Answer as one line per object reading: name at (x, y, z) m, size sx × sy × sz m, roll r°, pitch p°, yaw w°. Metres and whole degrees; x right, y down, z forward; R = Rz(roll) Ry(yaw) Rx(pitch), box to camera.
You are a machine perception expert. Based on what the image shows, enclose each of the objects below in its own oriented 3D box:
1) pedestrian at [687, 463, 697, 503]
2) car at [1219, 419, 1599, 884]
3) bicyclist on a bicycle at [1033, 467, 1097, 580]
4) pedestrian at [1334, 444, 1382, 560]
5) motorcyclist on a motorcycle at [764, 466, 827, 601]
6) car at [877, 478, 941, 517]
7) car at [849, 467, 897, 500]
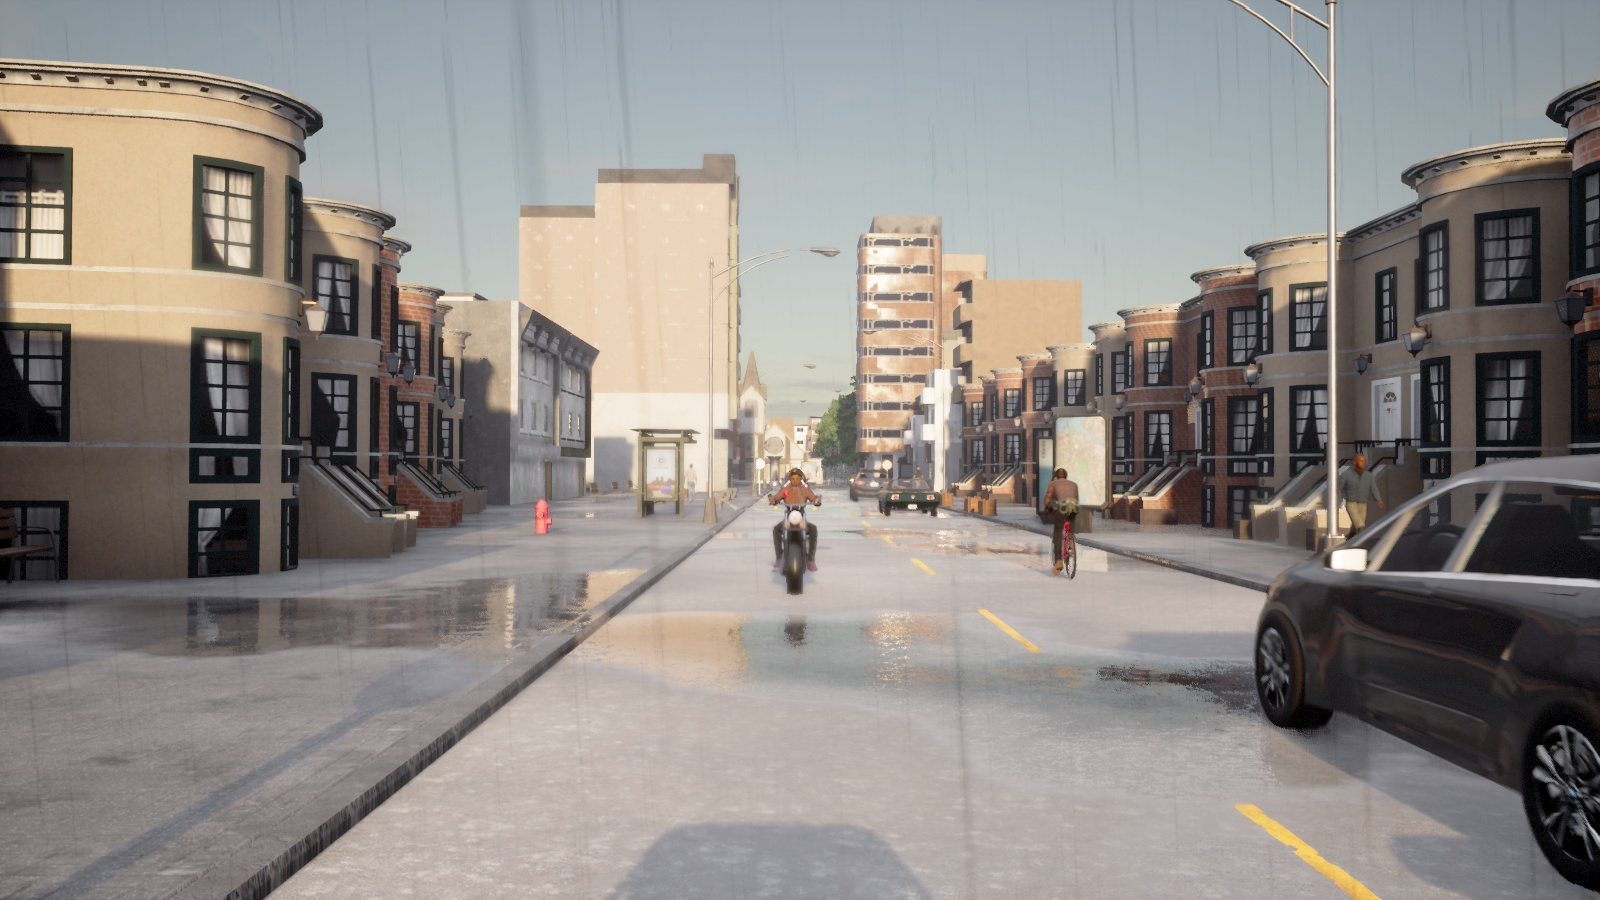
pedestrian at (-5.006, 1.517, 58.043) m, size 0.354 × 1.836 × 0.706 m, roll 0°, pitch -1°, yaw 3°
car at (3.978, 0.747, 6.221) m, size 2.242 × 1.667 × 4.611 m, roll 0°, pitch -1°, yaw 0°
bicyclist on a bicycle at (3.938, 1.066, 18.768) m, size 0.582 × 1.620 × 1.656 m, roll 0°, pitch -1°, yaw 0°
pedestrian at (9.029, 0.829, 20.339) m, size 0.370 × 1.835 × 0.726 m, roll 0°, pitch -1°, yaw -7°
motorcyclist on a motorcycle at (-0.055, 1.043, 16.573) m, size 0.766 × 1.649 × 2.350 m, roll 0°, pitch -1°, yaw 0°
car at (3.855, 1.656, 45.155) m, size 1.895 × 1.301 × 4.718 m, roll 0°, pitch -1°, yaw 0°
car at (3.785, 1.745, 65.768) m, size 2.242 × 1.667 × 4.611 m, roll 0°, pitch -1°, yaw 0°
